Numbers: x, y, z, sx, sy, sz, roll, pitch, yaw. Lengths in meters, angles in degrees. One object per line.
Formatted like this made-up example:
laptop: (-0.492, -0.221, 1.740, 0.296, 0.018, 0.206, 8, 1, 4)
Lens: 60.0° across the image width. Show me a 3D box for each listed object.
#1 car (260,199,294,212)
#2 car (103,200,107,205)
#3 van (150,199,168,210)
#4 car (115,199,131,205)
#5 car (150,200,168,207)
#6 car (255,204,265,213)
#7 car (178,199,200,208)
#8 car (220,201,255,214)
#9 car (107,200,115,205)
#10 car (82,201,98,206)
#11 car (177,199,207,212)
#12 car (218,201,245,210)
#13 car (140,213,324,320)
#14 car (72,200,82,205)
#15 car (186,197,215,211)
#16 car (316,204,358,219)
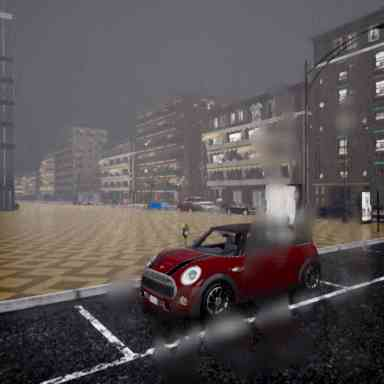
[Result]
car: (11.361, 1.824, 44.889, 1.967, 1.590, 4.097, -2, 0, -36)
car: (-23.397, 2.798, 92.593, 1.887, 1.381, 4.507, -2, 0, -36)
van: (-5.330, 2.034, 53.357, 1.690, 1.788, 3.998, -2, 0, -36)
car: (-16.860, 2.528, 83.577, 1.967, 1.590, 4.097, -2, 0, -36)
car: (-7.047, 2.424, 70.052, 1.802, 1.307, 4.206, -2, 0, -36)
car: (8.954, 1.887, 33.499, 2.008, 1.369, 4.403, -2, 0, -36)
car: (-0.507, 2.119, 61.039, 1.967, 1.590, 4.097, -2, 0, -36)
car: (5.683, 1.968, 38.007, 2.008, 1.369, 4.403, -2, 0, -36)
car: (-20.127, 2.736, 88.085, 1.947, 1.339, 4.313, -2, 0, -36)
car: (-23.641, 2.703, 78.657, 2.008, 1.369, 4.403, -2, 0, -36)
car: (-0.403, 2.114, 46.476, 1.887, 1.381, 4.507, -2, 0, -36)
car: (6.096, 2.096, 52.067, 1.802, 1.307, 4.206, -2, 0, -36)
car: (0.918, 1.439, 7.228, 4.097, 1.590, 1.967, 0, 0, -36)
car: (-30.181, 2.862, 87.673, 1.887, 1.381, 4.507, -2, 0, -36)
car: (1.042, 1.788, 49.068, 2.150, 2.045, 5.566, -1, 0, -36)
car: (13.893, 1.811, 31.336, 1.994, 1.385, 4.181, -1, 0, -36)
